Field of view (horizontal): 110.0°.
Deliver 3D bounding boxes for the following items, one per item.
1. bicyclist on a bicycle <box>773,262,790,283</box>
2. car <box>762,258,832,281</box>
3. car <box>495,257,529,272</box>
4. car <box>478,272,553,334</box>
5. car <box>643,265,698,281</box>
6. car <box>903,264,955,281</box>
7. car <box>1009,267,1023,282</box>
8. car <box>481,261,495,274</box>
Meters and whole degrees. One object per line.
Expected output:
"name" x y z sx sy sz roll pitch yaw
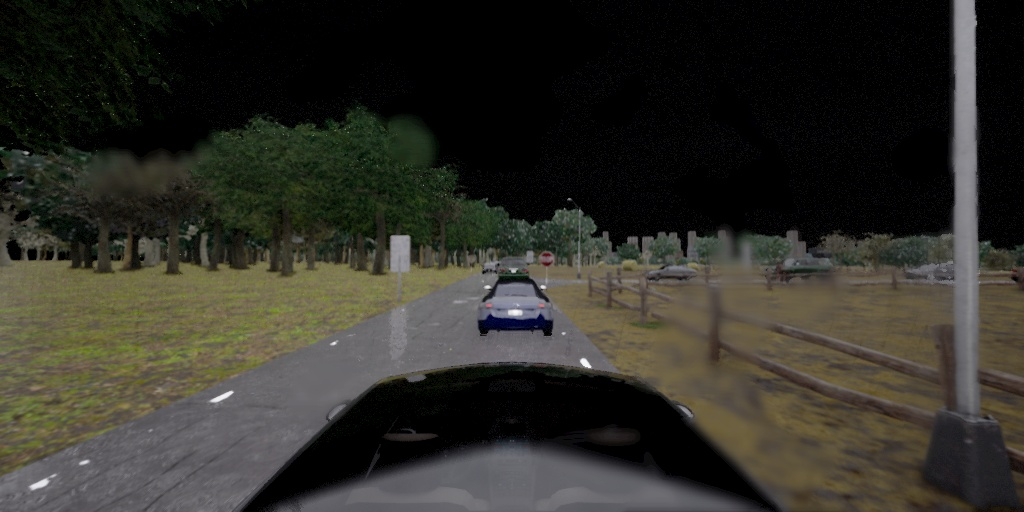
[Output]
"bicyclist on a bicycle" 19.931 1.288 26.565 0.582 1.620 1.656 0 0 0
"car" 25.899 1.230 32.566 5.566 2.045 2.150 0 -2 0
"car" 0.104 1.100 26.769 2.150 2.045 5.566 -1 1 0
"car" 0.099 1.361 10.764 1.994 1.385 4.181 0 0 0
"car" 14.318 1.520 32.514 4.674 1.442 1.812 0 -2 -1
"car" 38.490 1.529 32.560 4.892 1.490 1.837 -1 -2 0
"car" 44.255 1.467 29.689 4.674 1.442 1.812 0 -2 0
"car" -2.804 1.559 46.119 1.837 1.490 4.892 0 -1 0
